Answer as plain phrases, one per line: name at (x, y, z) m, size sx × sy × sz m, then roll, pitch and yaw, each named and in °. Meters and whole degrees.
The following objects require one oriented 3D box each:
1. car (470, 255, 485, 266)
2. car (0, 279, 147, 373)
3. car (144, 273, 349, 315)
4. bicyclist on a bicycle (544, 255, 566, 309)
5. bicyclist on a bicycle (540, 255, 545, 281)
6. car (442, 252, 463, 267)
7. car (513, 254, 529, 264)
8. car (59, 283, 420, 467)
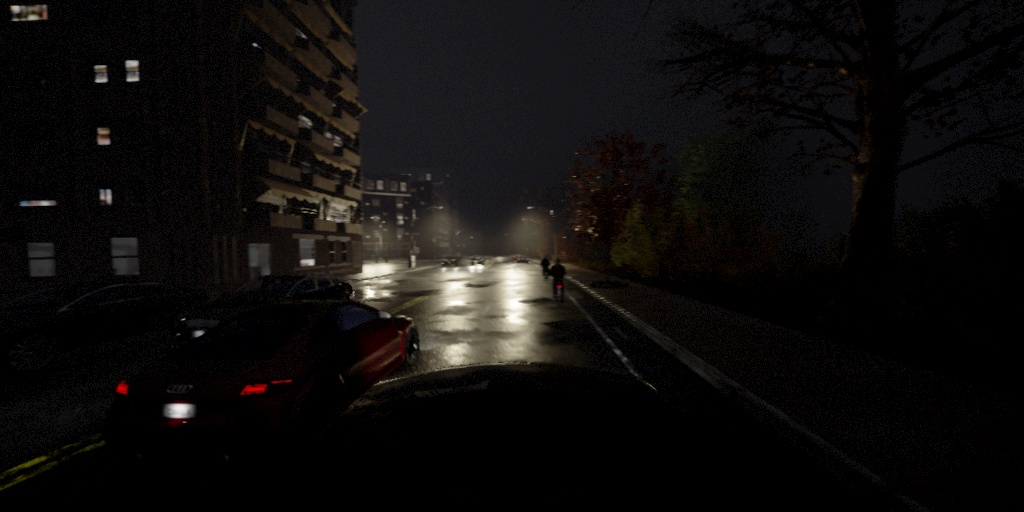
car at (-4.965, 0.611, 52.036) m, size 2.128 × 1.511 × 4.902 m, roll -1°, pitch 1°, yaw 0°
car at (-9.389, 1.322, 7.937) m, size 2.128 × 1.511 × 4.902 m, roll -1°, pitch 1°, yaw 3°
car at (-6.046, 1.239, 9.525) m, size 2.128 × 1.511 × 4.902 m, roll -1°, pitch 1°, yaw 3°
bicyclist on a bicycle at (1.633, 0.933, 12.822) m, size 0.659 × 1.776 × 1.843 m, roll -1°, pitch 1°, yaw 3°
bicyclist on a bicycle at (2.024, 0.797, 21.888) m, size 0.659 × 1.776 × 1.843 m, roll -1°, pitch 1°, yaw 2°
car at (-8.214, 0.433, 49.661) m, size 2.150 × 2.045 × 5.566 m, roll -1°, pitch 1°, yaw 0°
car at (1.635, 0.477, 56.688) m, size 2.033 × 1.411 × 5.357 m, roll -1°, pitch 1°, yaw 0°
car at (-2.844, 1.315, 5.201) m, size 1.994 × 1.385 × 4.181 m, roll -1°, pitch 1°, yaw 4°
